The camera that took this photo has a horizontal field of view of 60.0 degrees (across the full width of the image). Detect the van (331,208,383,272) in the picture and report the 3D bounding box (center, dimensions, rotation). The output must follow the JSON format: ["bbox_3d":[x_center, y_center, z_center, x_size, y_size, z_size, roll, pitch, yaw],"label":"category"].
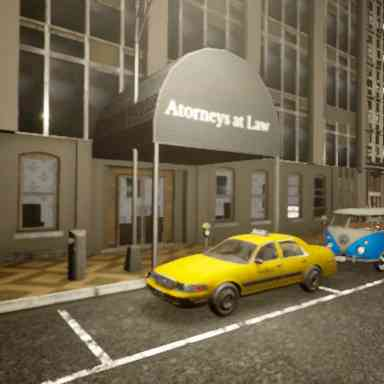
[{"bbox_3d":[6.024,1.413,10.847,3.998,1.788,1.690,0,0,-36],"label":"van"}]

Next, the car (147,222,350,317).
[{"bbox_3d":[1.353,1.561,7.528,4.829,1.417,1.752,0,0,-35],"label":"car"}]
